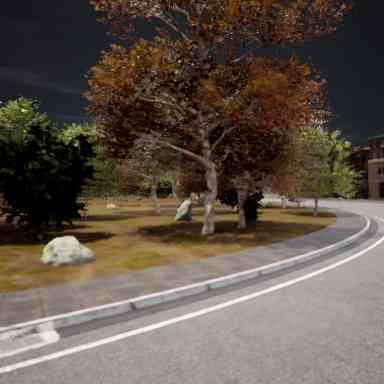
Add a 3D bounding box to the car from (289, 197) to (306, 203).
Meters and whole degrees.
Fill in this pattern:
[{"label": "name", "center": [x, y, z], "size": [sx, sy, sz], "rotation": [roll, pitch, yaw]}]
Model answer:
[{"label": "car", "center": [19.948, 1.316, 63.216], "size": [1.812, 1.442, 4.674], "rotation": [-2, 0, -6]}]
